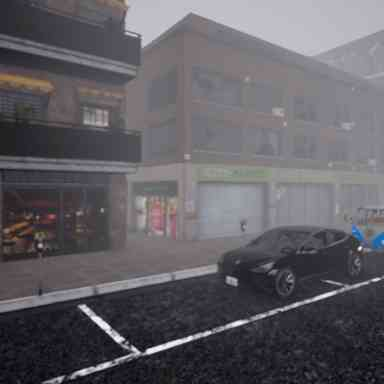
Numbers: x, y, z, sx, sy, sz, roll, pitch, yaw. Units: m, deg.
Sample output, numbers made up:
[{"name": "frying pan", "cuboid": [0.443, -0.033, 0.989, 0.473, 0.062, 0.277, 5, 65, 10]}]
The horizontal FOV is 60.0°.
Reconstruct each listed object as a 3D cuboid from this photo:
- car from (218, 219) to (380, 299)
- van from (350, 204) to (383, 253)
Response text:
[{"name": "car", "cuboid": [2.637, 1.541, 8.442, 4.313, 1.339, 1.947, 0, 0, -36]}, {"name": "van", "cuboid": [7.235, 1.296, 11.723, 3.998, 1.788, 1.690, 0, 0, -36]}]
